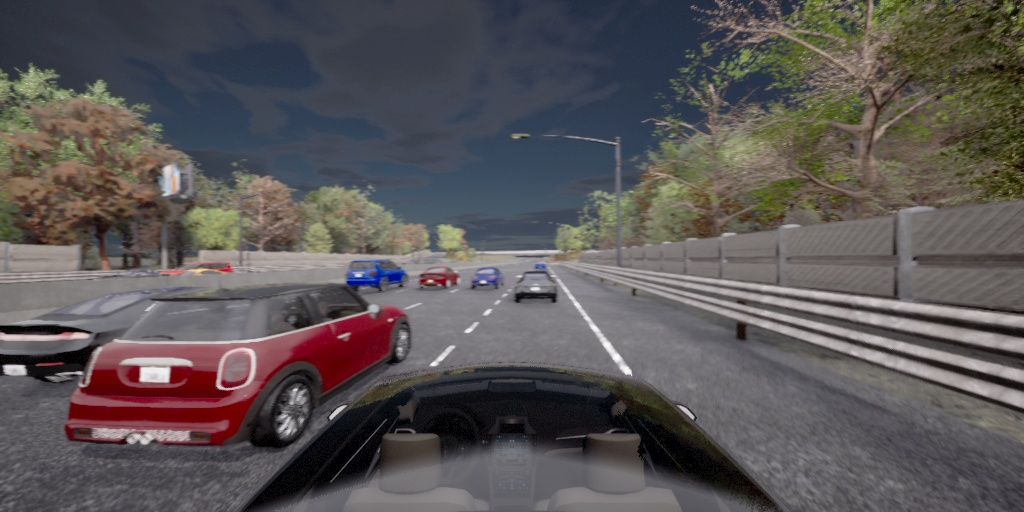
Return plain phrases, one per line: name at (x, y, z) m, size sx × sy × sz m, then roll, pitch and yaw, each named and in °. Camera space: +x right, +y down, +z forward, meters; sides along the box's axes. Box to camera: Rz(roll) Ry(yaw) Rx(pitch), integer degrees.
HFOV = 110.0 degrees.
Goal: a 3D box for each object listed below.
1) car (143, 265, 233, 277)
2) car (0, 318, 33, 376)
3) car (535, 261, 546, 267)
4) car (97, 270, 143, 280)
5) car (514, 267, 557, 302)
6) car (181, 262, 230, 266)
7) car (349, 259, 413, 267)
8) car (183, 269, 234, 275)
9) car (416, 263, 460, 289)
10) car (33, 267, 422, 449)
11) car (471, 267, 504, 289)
car at (-22.806, 1.694, 25.867) m, size 1.882 × 1.535 × 5.008 m, roll -1°, pitch 0°, yaw 5°
car at (-6.604, 1.365, 7.323) m, size 2.128 × 1.511 × 4.902 m, roll -1°, pitch 0°, yaw 5°
car at (4.752, 1.667, 60.233) m, size 1.882 × 1.535 × 5.008 m, roll -1°, pitch -1°, yaw 5°
car at (-29.612, 1.811, 28.389) m, size 2.128 × 1.511 × 4.902 m, roll -1°, pitch 0°, yaw 5°
car at (1.191, 1.425, 17.712) m, size 1.994 × 1.385 × 4.181 m, roll -1°, pitch 0°, yaw 5°
car at (-25.992, 1.507, 29.740) m, size 2.150 × 2.045 × 5.566 m, roll -1°, pitch 0°, yaw 5°
car at (-8.755, 1.250, 23.611) m, size 2.150 × 2.045 × 5.566 m, roll -1°, pitch 0°, yaw 5°
car at (-19.381, 1.768, 24.827) m, size 1.895 × 1.301 × 4.718 m, roll -1°, pitch 0°, yaw 5°
car at (-5.071, 1.478, 25.610) m, size 1.882 × 1.535 × 5.008 m, roll -1°, pitch 0°, yaw 5°
car at (-3.243, 1.171, 5.552) m, size 2.097 × 1.767 × 4.553 m, roll -1°, pitch 0°, yaw 5°
car at (-1.627, 1.477, 24.811) m, size 1.812 × 1.442 × 4.674 m, roll -1°, pitch 0°, yaw 5°
